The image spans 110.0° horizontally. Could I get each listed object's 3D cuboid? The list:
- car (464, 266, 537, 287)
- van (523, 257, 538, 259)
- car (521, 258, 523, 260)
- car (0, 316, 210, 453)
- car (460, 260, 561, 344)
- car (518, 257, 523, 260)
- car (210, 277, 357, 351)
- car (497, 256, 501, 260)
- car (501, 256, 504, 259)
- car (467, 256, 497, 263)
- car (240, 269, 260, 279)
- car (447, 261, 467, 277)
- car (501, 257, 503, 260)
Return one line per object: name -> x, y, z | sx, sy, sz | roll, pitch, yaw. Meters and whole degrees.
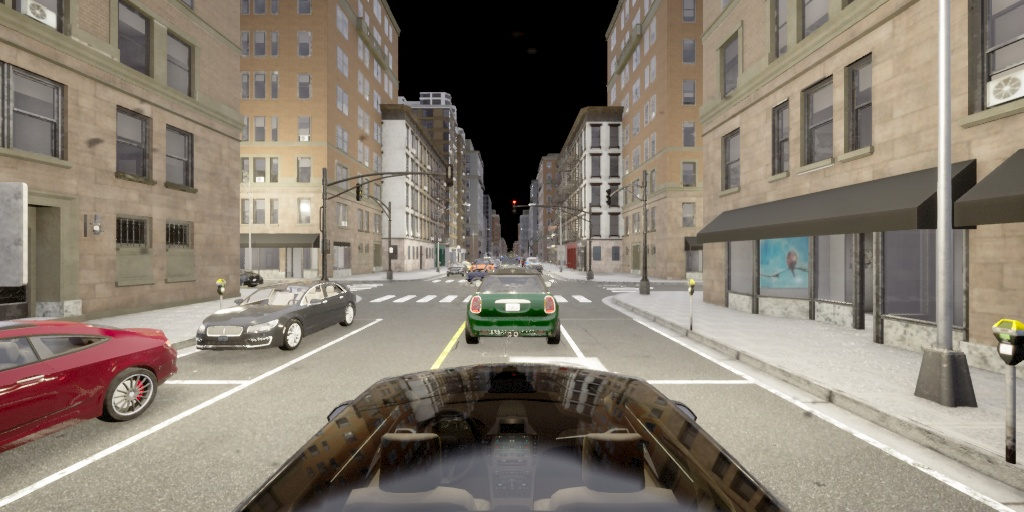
car -> -0.748, 1.347, 24.079 | 4.718, 1.301, 1.895 | 0, 0, 0
van -> 2.626, 1.086, 46.559 | 1.690, 1.789, 3.998 | 0, 0, 0
car -> 2.626, 1.327, 51.966 | 1.802, 1.307, 4.207 | 0, 0, 0
car -> -5.389, 1.332, 3.186 | 1.802, 1.307, 4.207 | 0, 0, 0
car -> 0.038, 1.102, 9.711 | 2.097, 1.767, 4.553 | 0, 0, 1
car -> 2.625, 1.059, 62.778 | 2.192, 1.841, 5.009 | 0, 0, 0
car -> -5.391, 1.300, 8.867 | 2.007, 1.370, 4.403 | 0, 0, 0
car -> -2.852, 1.098, 44.607 | 2.097, 1.767, 4.553 | 0, 0, -1
car -> -2.824, 1.270, 65.041 | 1.812, 1.442, 4.674 | 0, 0, 1
car -> -2.832, 1.099, 34.684 | 2.097, 1.767, 4.553 | 0, 0, 0
car -> -17.150, 1.224, 21.099 | 4.181, 1.385, 1.994 | 0, 0, 0
car -> -5.401, 1.297, 35.743 | 2.007, 1.370, 4.403 | 0, 0, 0
car -> -2.841, 1.250, 54.766 | 1.837, 1.490, 4.892 | 0, 0, 0
